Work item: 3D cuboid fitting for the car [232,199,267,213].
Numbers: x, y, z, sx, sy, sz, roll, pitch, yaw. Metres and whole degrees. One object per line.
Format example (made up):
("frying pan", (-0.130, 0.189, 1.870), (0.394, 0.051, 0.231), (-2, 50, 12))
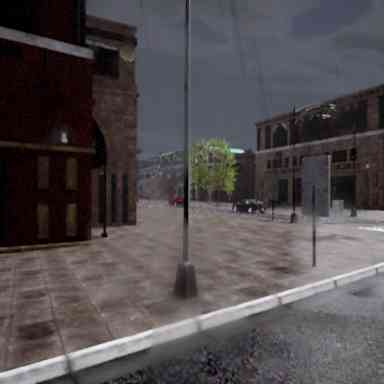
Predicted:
("car", (5.782, 1.405, 33.766), (2.008, 1.369, 4.403), (1, 0, -27))

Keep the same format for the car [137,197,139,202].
("car", (-12.197, 1.395, 69.005), (1.802, 1.307, 4.206), (1, 0, -27))

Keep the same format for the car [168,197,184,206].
("car", (-2.167, 1.381, 49.310), (1.887, 1.381, 4.507), (1, 0, -27))
